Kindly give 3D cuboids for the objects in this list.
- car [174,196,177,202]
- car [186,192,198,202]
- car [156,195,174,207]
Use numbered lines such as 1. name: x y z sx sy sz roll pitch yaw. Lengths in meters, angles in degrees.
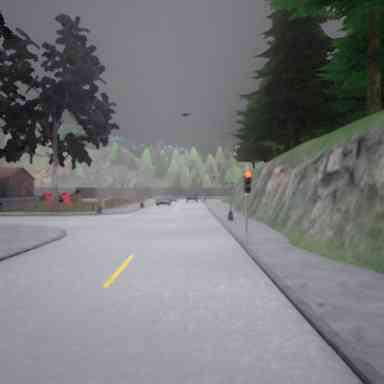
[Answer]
1. car: -4.020 1.306 64.556 1.994 1.385 4.181 0 0 0
2. car: -0.001 0.967 66.916 2.150 2.045 5.566 0 0 0
3. car: -4.078 1.371 48.264 1.994 1.385 4.181 0 0 0
